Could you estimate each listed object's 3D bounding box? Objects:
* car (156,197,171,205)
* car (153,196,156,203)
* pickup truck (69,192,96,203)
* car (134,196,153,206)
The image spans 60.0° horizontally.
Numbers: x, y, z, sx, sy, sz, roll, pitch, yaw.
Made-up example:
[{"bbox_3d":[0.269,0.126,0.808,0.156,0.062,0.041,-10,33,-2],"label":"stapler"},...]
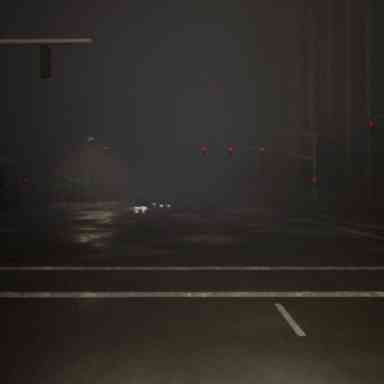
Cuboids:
[{"bbox_3d":[-4.606,1.531,58.281,2.033,1.411,5.357,0,0,0],"label":"car"},{"bbox_3d":[-8.211,1.496,67.650,1.812,1.442,4.674,0,0,-1],"label":"car"},{"bbox_3d":[-21.265,1.043,63.440,2.390,2.098,6.274,0,0,30],"label":"pickup truck"},{"bbox_3d":[-7.980,1.481,52.903,2.128,1.511,4.902,0,0,-1],"label":"car"}]
